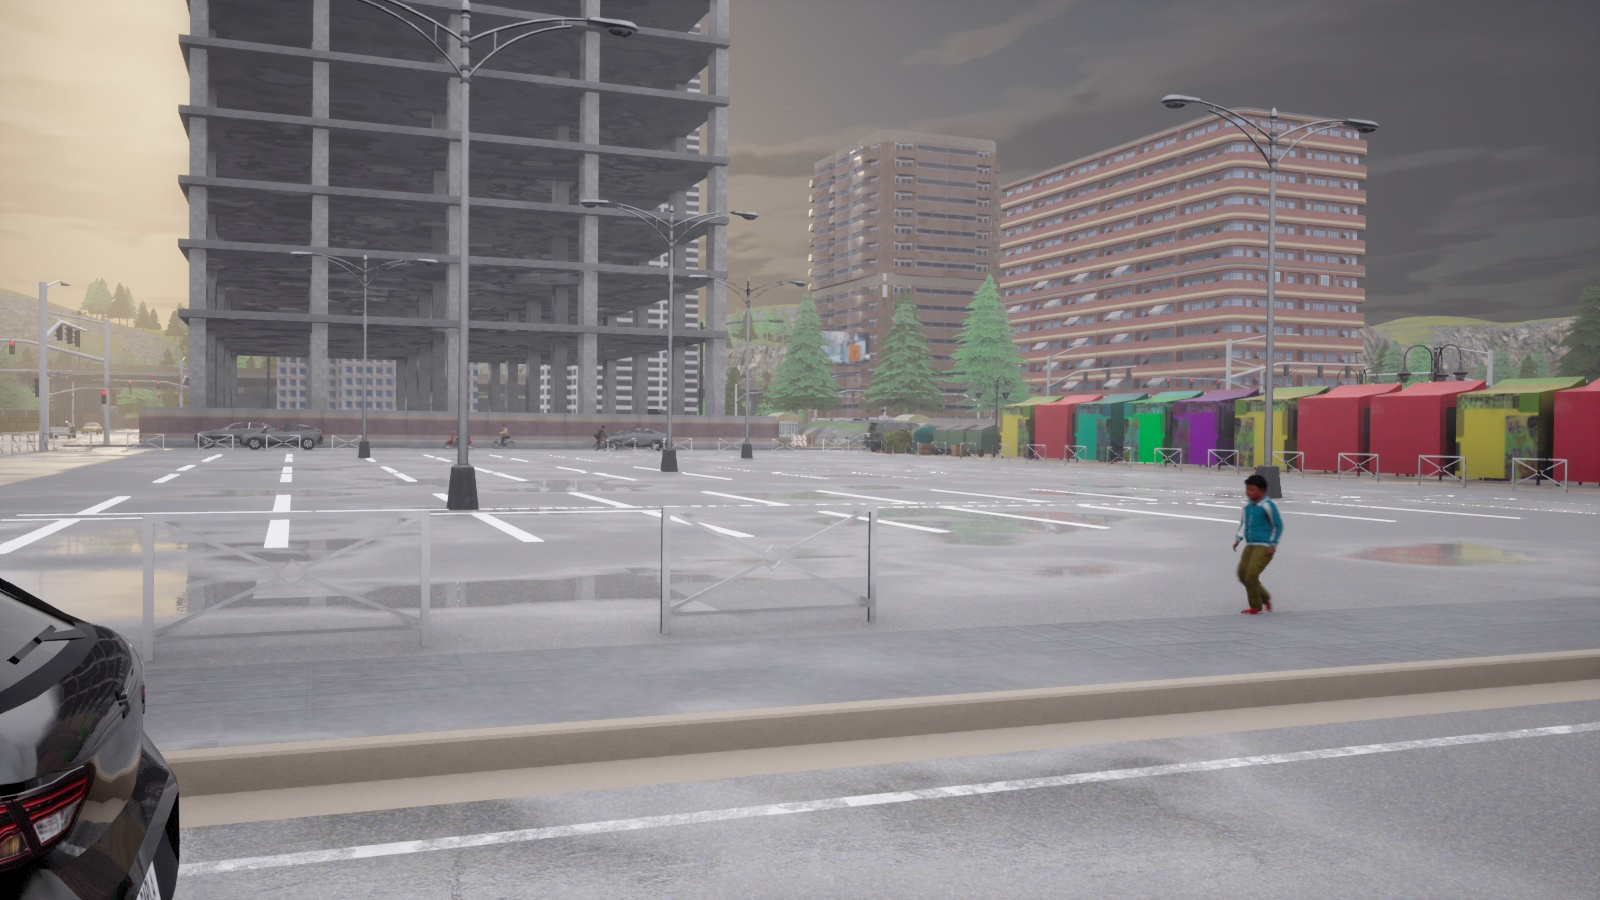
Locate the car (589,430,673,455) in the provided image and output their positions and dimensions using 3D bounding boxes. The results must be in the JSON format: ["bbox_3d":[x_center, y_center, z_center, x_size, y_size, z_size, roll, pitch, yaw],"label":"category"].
[{"bbox_3d":[-10.839,-0.494,80.504,4.902,1.511,2.128,-1,1,-22],"label":"car"}]

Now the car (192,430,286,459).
[{"bbox_3d":[-33.451,-0.338,75.023,5.027,1.651,2.152,-1,1,-22],"label":"car"}]

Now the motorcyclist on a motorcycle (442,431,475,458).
[{"bbox_3d":[-20.787,-0.323,76.430,1.817,1.590,0.866,-1,1,-22],"label":"motorcyclist on a motorcycle"}]

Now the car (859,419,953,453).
[{"bbox_3d":[6.772,-0.915,80.149,5.566,2.045,2.150,-1,1,-22],"label":"car"}]

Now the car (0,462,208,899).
[{"bbox_3d":[-3.322,0.815,1.970,4.193,1.474,1.816,-1,1,-21],"label":"car"}]

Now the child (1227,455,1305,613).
[{"bbox_3d":[3.622,0.639,9.759,0.448,1.192,0.343,-1,1,-19],"label":"child"}]

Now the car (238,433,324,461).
[{"bbox_3d":[-29.989,-0.169,72.661,4.514,1.525,2.007,-1,1,-22],"label":"car"}]
